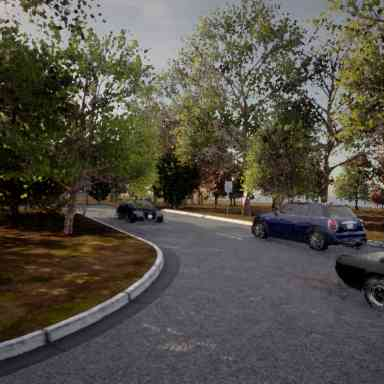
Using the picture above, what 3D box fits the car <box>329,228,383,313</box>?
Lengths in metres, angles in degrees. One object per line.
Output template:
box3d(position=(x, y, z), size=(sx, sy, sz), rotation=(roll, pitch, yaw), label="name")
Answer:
box3d(position=(4.834, 1.569, 5.253), size=(1.895, 1.301, 4.718), rotation=(0, 2, -28), label="car")

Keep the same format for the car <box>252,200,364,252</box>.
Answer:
box3d(position=(4.449, 1.166, 13.357), size=(2.097, 1.767, 4.553), rotation=(1, 0, -28), label="car")

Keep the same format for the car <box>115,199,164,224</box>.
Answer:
box3d(position=(-3.287, 1.151, 20.471), size=(1.994, 1.385, 4.181), rotation=(1, 0, -28), label="car")
